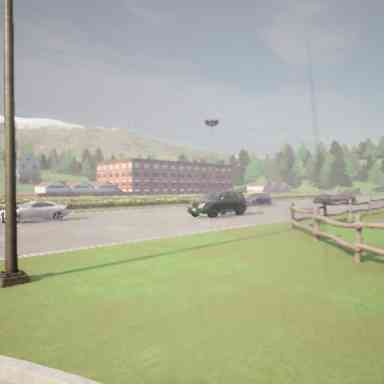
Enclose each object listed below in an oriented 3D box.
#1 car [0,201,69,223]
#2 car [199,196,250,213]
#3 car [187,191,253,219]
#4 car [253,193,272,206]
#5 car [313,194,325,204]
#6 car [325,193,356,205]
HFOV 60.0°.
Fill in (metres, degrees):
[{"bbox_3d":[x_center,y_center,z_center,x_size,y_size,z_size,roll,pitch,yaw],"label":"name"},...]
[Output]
[{"bbox_3d":[-11.082,1.358,23.456,4.674,1.442,1.812,-1,1,-45],"label":"car"},{"bbox_3d":[3.273,1.199,32.659,5.357,1.411,2.033,-1,1,-44],"label":"car"},{"bbox_3d":[2.133,0.940,26.632,5.566,2.045,2.150,-1,1,-44],"label":"car"},{"bbox_3d":[8.285,0.876,42.435,4.553,1.767,2.097,-1,1,-44],"label":"car"},{"bbox_3d":[19.130,0.966,47.997,4.181,1.385,1.994,-1,1,-44],"label":"car"},{"bbox_3d":[19.896,0.914,43.892,5.008,1.535,1.882,-1,1,-44],"label":"car"}]
